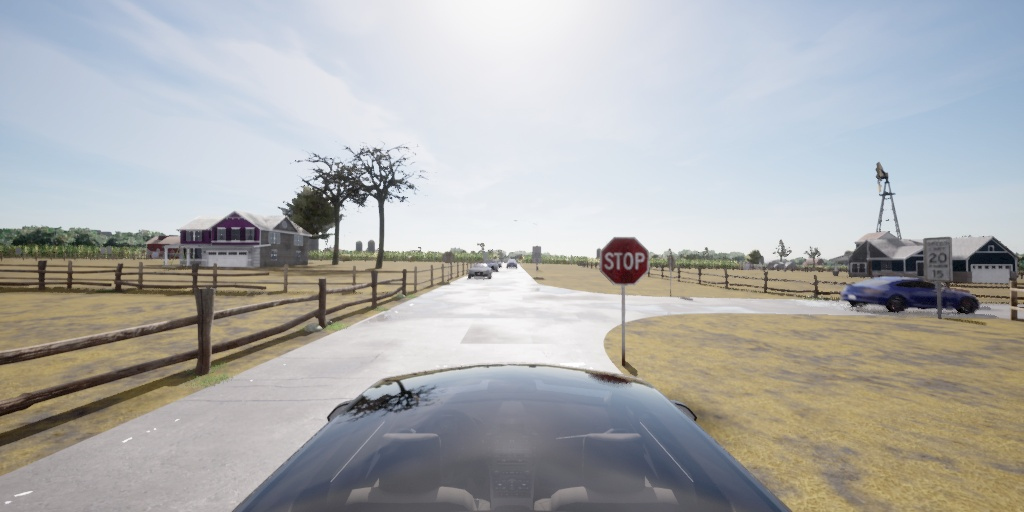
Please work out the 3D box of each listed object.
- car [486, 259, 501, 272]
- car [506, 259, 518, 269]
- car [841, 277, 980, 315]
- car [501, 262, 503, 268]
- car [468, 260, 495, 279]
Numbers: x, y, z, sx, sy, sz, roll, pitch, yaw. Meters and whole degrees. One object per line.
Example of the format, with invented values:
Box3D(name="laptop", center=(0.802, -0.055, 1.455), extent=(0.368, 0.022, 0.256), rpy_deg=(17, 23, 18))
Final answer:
Box3D(name="car", center=(-2.854, 1.197, 46.792), extent=(2.097, 1.767, 4.553), rpy_deg=(0, 0, 0))
Box3D(name="car", center=(-0.013, 1.442, 62.402), extent=(1.812, 1.442, 4.674), rpy_deg=(0, 0, 0))
Box3D(name="car", center=(16.877, 1.648, 15.366), extent=(4.674, 1.442, 1.812), rpy_deg=(1, -1, 0))
Box3D(name="car", center=(-2.789, 1.435, 64.693), extent=(1.837, 1.490, 4.892), rpy_deg=(0, -1, 1))
Box3D(name="car", center=(-2.856, 1.361, 32.802), extent=(1.994, 1.385, 4.181), rpy_deg=(0, 0, 0))
